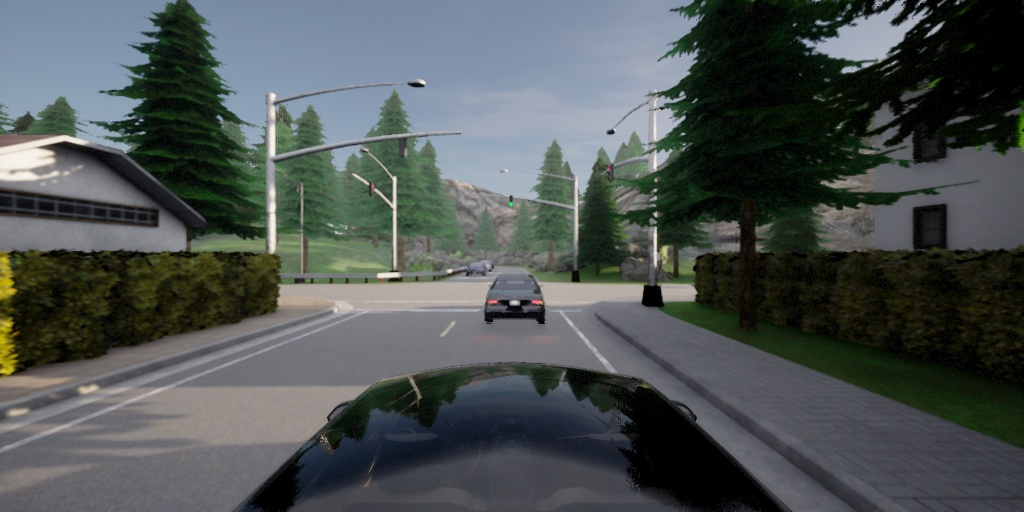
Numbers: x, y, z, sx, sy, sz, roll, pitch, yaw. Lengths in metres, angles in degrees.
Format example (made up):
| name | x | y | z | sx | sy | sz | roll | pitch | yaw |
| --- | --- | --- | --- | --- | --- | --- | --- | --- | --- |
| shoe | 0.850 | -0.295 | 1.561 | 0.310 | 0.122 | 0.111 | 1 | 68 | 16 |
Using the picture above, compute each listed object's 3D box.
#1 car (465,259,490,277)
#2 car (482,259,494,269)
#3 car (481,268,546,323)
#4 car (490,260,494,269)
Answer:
| name | x | y | z | sx | sy | sz | roll | pitch | yaw |
| --- | --- | --- | --- | --- | --- | --- | --- | --- | --- |
| car | -3.603 | 1.310 | 36.863 | 1.812 | 1.442 | 4.674 | 0 | 0 | 0 |
| car | -3.807 | 1.281 | 56.922 | 1.882 | 1.535 | 5.008 | 0 | 0 | -4 |
| car | 0.128 | 1.307 | 12.128 | 2.033 | 1.411 | 5.357 | 0 | 0 | 1 |
| car | -3.606 | 1.319 | 46.880 | 1.812 | 1.442 | 4.674 | 0 | 0 | 0 |
